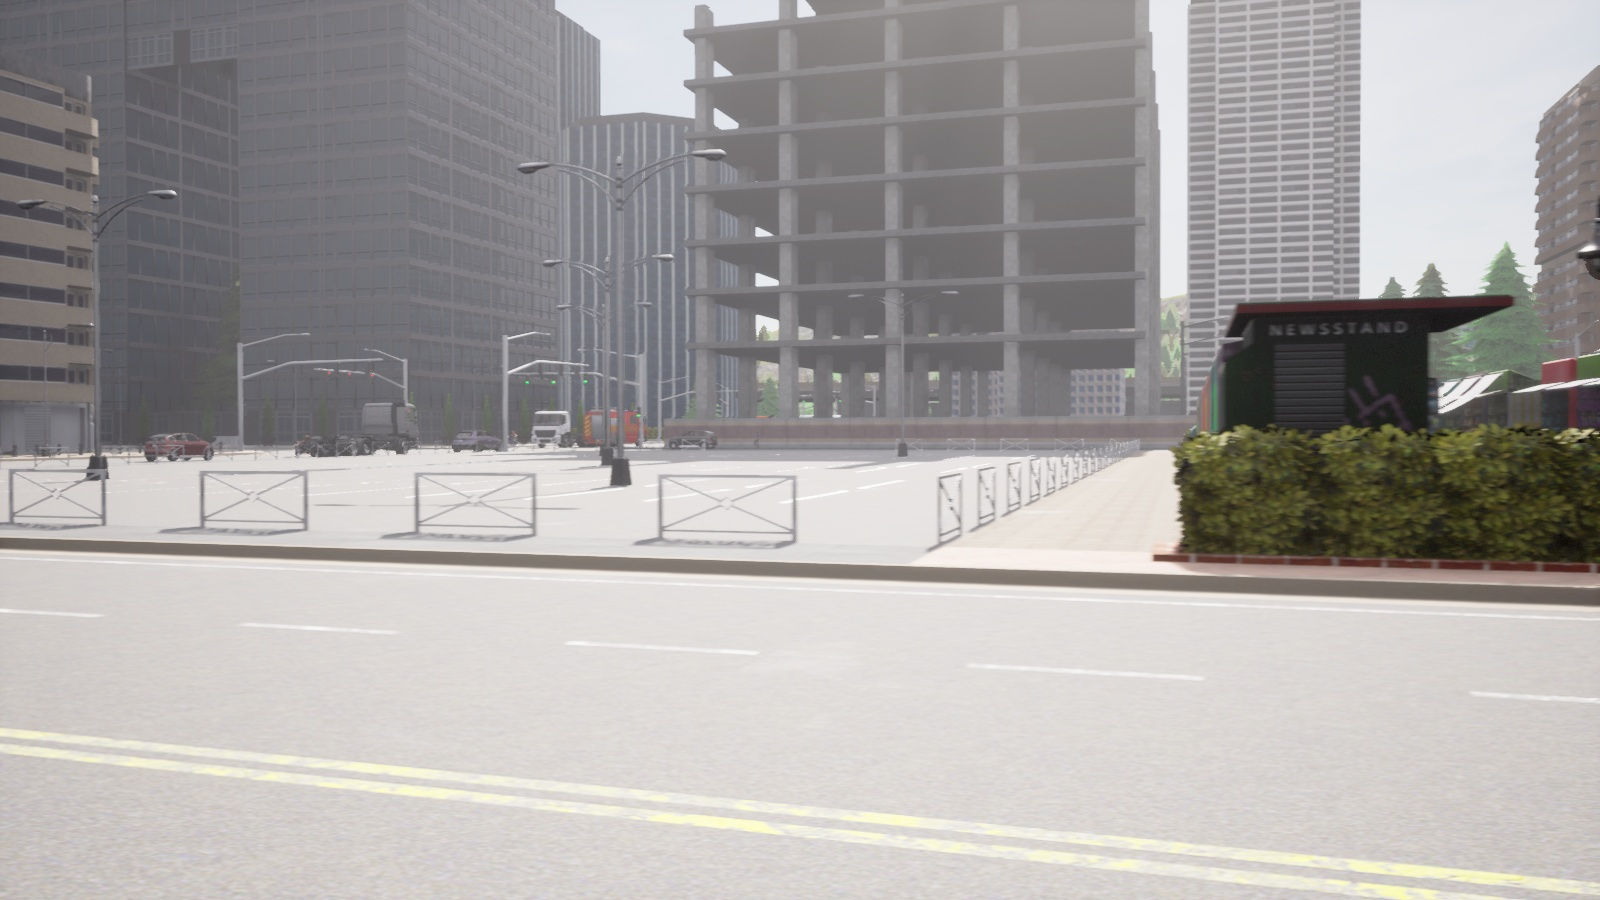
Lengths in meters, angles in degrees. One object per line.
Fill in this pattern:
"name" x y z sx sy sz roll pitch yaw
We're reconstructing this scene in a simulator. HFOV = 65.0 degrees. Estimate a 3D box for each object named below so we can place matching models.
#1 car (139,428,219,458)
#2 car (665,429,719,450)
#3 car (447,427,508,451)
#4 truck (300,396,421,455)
"car" -33.494 -0.406 67.816 1.789 1.549 3.705 0 1 17
"car" -8.292 -0.829 96.613 3.705 1.549 1.789 1 1 17
"car" -23.067 -0.802 90.053 2.033 1.649 4.856 0 1 17
"truck" -26.919 -1.496 77.373 2.891 3.462 7.936 0 1 17
